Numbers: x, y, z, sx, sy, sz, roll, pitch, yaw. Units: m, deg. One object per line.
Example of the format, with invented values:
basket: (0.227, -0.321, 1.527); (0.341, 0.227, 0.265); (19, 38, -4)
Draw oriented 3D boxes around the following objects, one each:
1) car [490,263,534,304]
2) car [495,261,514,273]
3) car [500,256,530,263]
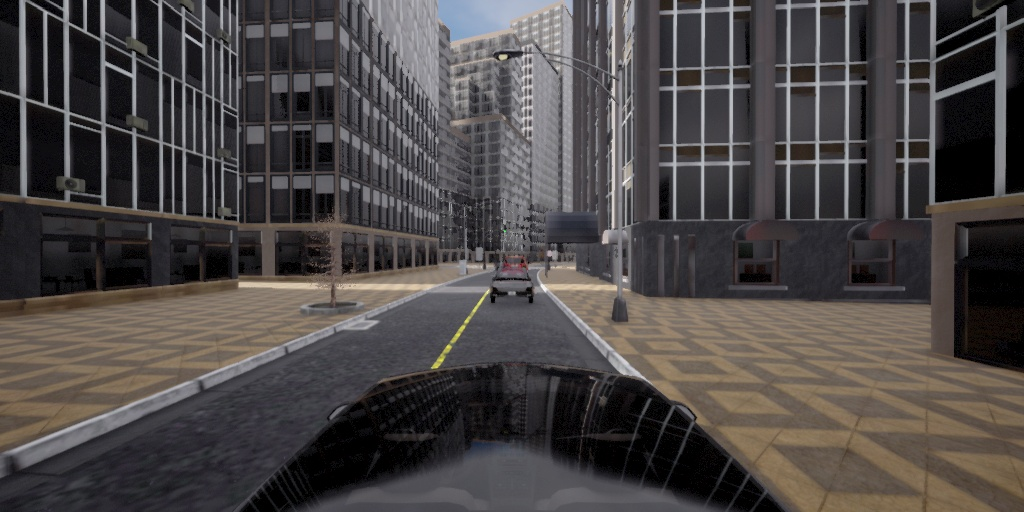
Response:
car: (0.000, 1.255, 16.502); (2.128, 1.511, 4.902); (0, 0, 0)
car: (-0.978, 1.404, 47.571); (1.837, 1.490, 4.892); (0, 0, 7)
car: (0.353, 1.052, 31.452); (2.150, 2.045, 5.566); (0, 0, 3)
